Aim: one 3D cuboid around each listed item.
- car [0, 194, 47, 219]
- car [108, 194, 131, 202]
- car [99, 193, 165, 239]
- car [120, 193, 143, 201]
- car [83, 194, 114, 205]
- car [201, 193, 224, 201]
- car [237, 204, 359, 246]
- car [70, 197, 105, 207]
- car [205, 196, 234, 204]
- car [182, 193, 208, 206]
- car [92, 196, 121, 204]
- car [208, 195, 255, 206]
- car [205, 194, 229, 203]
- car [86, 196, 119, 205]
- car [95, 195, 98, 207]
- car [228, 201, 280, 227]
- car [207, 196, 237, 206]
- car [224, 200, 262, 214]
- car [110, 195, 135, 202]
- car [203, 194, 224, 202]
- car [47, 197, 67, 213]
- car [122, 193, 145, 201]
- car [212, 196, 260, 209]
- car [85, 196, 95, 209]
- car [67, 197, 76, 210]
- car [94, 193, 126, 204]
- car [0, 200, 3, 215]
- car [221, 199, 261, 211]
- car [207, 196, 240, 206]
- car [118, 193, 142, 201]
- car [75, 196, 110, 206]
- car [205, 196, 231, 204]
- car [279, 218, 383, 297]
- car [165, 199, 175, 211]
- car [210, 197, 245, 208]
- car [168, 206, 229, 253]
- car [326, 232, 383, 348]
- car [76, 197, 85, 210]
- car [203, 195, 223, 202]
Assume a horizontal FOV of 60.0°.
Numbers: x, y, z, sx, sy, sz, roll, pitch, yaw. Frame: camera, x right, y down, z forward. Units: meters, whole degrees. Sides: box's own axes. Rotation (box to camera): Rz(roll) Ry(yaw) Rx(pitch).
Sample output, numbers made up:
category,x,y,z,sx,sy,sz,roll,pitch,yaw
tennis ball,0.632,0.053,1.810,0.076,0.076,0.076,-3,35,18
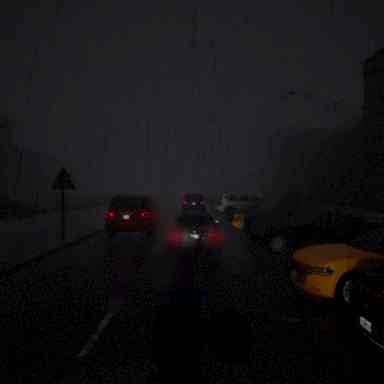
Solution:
category,x,y,z,sx,sy,sz,roll,pitch,yaw
car,-15.511,1.167,27.486,5.566,2.045,2.435,0,0,0
car,-15.522,1.345,71.606,4.553,1.767,2.185,0,0,0
car,-2.872,1.180,17.269,2.150,2.045,5.566,0,0,0
car,-15.441,1.320,85.387,5.566,2.045,2.435,0,-1,0
car,-15.486,1.290,55.062,4.553,1.767,2.185,0,0,0
car,4.939,1.277,82.309,5.566,2.045,2.435,0,-1,0
car,4.761,1.473,15.494,4.792,1.488,2.163,0,0,0
car,-15.524,1.447,49.511,4.674,1.452,2.002,0,0,0
car,4.894,1.433,60.083,5.008,1.535,2.097,0,0,0
car,0.180,1.153,32.701,2.150,2.045,5.566,0,0,0
car,-15.479,1.460,60.575,4.792,1.488,2.163,0,0,0
car,4.828,1.410,40.628,4.892,1.521,2.231,0,0,0
car,4.881,1.323,65.633,4.553,1.767,2.185,0,0,0
car,-15.508,1.422,57.819,5.008,1.535,2.097,0,0,0
car,-15.506,1.432,44.034,4.792,1.488,2.163,0,0,0
car,4.927,1.433,18.271,5.366,1.575,1.946,0,0,0
car,4.899,1.451,54.525,4.792,1.488,2.163,0,0,0
car,4.722,1.459,21.052,4.792,1.488,2.163,0,0,0
car,-15.481,1.482,74.363,5.008,1.535,2.097,0,0,0
car,4.916,1.363,76.755,4.553,1.767,2.185,0,0,0
car,-15.727,1.404,32.999,5.366,1.575,1.946,0,0,0
car,-15.436,1.361,88.140,5.566,2.045,2.435,0,-1,0
car,4.798,1.450,35.072,4.674,1.452,2.002,0,0,0
car,-15.354,1.399,41.277,5.366,1.575,1.946,0,0,0
car,-15.572,1.434,35.758,4.792,1.488,2.163,0,0,0
car,-15.533,1.188,63.335,5.566,2.045,2.435,0,0,0
car,-15.540,1.473,21.973,4.674,1.452,2.002,0,0,0
car,4.733,1.453,23.829,4.792,1.488,2.163,0,0,0
car,4.854,1.417,51.620,5.008,1.535,2.097,0,0,0
car,-15.445,1.290,82.630,5.566,2.045,2.435,0,-1,0
car,-15.551,1.440,52.306,4.792,1.488,2.163,0,0,0
car,4.870,1.470,62.861,4.792,1.488,2.163,0,0,0
car,4.719,1.464,7.163,5.008,1.535,2.097,0,0,0
car,-2.812,1.456,34.708,1.812,1.442,4.674,0,0,0
car,4.838,1.451,46.187,4.674,1.452,2.002,0,0,0
car,0.113,1.516,13.503,2.033,1.411,5.357,0,0,0
car,4.706,1.471,4.383,4.892,1.521,2.231,0,0,0
car,-15.729,1.399,38.514,5.366,1.575,1.946,0,0,0
car,4.956,1.545,79.532,4.674,1.452,2.002,0,0,0
